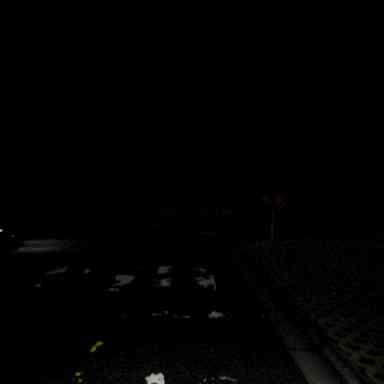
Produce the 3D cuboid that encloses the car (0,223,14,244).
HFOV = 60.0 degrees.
[{"bbox_3d":[-9.488,1.453,12.768,4.674,1.442,1.812,1,0,-20],"label":"car"}]
